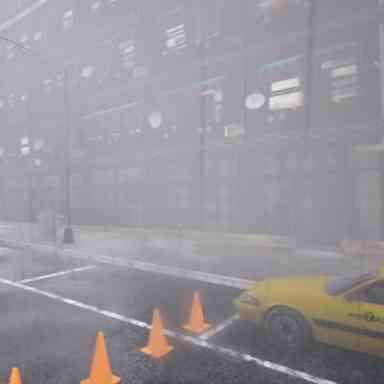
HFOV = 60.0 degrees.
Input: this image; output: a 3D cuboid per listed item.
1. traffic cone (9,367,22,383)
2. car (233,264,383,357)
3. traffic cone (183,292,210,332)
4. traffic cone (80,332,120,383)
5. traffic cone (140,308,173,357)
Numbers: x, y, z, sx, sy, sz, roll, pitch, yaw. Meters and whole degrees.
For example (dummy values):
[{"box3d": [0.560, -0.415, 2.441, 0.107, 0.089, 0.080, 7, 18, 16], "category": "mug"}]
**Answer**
[{"box3d": [-1.673, 1.963, 3.145, 0.340, 0.580, 0.340, 0, 0, 36], "category": "traffic cone"}, {"box3d": [2.923, 1.543, 4.469, 4.829, 1.417, 1.752, 0, -2, 36], "category": "car"}, {"box3d": [0.075, 1.972, 5.582, 0.340, 0.580, 0.340, 0, 0, 36], "category": "traffic cone"}, {"box3d": [-1.090, 1.966, 3.958, 0.340, 0.580, 0.340, 0, 0, 36], "category": "traffic cone"}, {"box3d": [-0.507, 1.969, 4.770, 0.340, 0.580, 0.340, 0, 0, 36], "category": "traffic cone"}]
